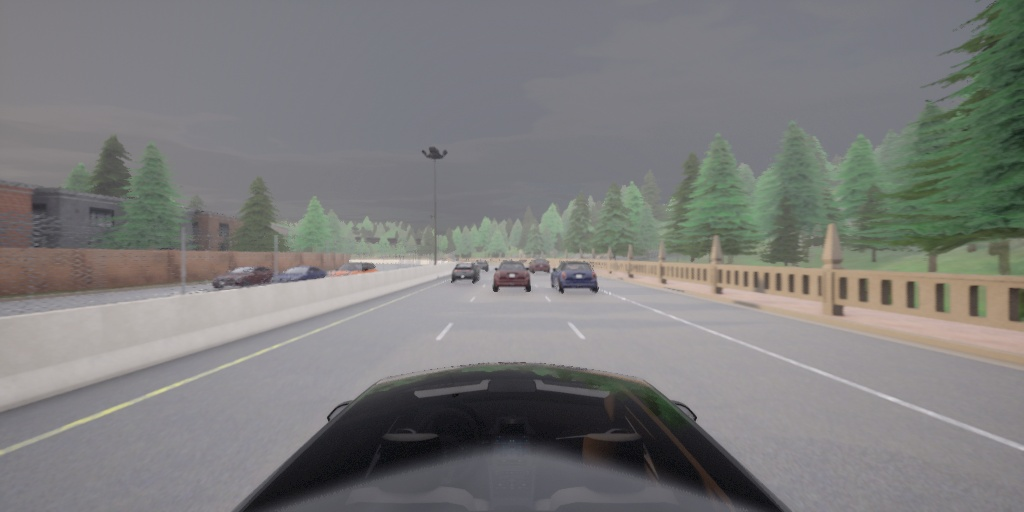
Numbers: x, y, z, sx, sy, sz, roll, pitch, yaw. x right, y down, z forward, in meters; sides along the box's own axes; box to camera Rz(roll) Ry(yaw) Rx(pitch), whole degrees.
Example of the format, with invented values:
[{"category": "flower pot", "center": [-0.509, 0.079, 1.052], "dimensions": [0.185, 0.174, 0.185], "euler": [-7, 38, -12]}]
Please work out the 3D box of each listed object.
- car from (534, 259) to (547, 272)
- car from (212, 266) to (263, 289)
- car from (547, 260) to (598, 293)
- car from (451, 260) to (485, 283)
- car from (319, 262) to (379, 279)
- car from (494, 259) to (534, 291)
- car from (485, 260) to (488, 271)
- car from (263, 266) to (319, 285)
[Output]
[{"category": "car", "center": [3.173, 1.101, 42.299], "dimensions": [2.097, 1.767, 4.553], "euler": [0, 0, -3]}, {"category": "car", "center": [-17.620, 1.380, 24.116], "dimensions": [1.812, 1.442, 4.674], "euler": [0, 0, 0]}, {"category": "car", "center": [3.498, 1.091, 20.904], "dimensions": [2.097, 1.767, 4.553], "euler": [0, 0, 0]}, {"category": "car", "center": [-3.542, 1.269, 28.143], "dimensions": [2.128, 1.511, 4.902], "euler": [0, 0, 0]}, {"category": "car", "center": [-10.620, 1.215, 24.223], "dimensions": [2.097, 1.767, 4.553], "euler": [0, 0, 0]}, {"category": "car", "center": [-0.008, 1.109, 21.941], "dimensions": [2.097, 1.767, 4.553], "euler": [0, 0, 0]}, {"category": "car", "center": [-4.252, 1.280, 49.008], "dimensions": [2.128, 1.511, 4.902], "euler": [0, 0, -6]}, {"category": "car", "center": [-14.119, 1.388, 24.174], "dimensions": [1.812, 1.442, 4.674], "euler": [0, 0, 0]}]
